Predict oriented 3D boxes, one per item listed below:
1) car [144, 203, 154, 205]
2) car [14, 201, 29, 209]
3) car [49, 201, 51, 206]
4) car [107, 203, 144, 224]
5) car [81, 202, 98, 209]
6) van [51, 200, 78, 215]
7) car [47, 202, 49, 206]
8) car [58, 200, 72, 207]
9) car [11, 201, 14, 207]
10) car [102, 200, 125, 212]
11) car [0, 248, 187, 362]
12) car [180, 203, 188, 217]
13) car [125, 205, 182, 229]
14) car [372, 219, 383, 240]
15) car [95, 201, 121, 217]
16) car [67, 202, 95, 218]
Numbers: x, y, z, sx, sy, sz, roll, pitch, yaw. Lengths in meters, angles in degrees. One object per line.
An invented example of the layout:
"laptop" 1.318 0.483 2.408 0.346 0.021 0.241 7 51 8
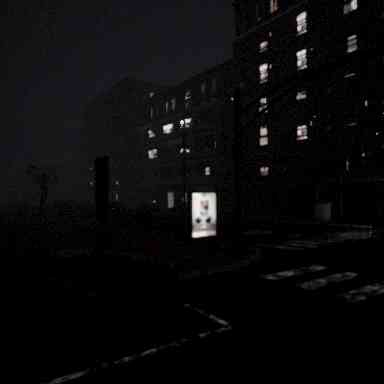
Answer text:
"car" -5.825 2.153 43.531 1.802 1.307 4.206 -1 0 -36
"car" -35.543 2.735 70.144 2.008 1.369 4.403 -1 0 -36
"car" -32.021 2.790 79.568 1.947 1.339 4.313 -1 0 -36
"car" -6.248 2.002 29.472 2.008 1.369 4.403 -1 0 -36
"car" -18.955 2.479 61.526 1.802 1.307 4.206 -1 0 -36
"van" -17.250 2.067 44.831 1.690 1.788 3.998 -1 0 -36
"car" -35.288 2.851 84.079 1.887 1.381 4.507 -1 0 -36
"car" -28.758 2.583 75.058 1.967 1.590 4.097 -1 0 -36
"car" -42.076 2.893 79.165 1.887 1.381 4.507 -1 0 -36
"car" -12.421 2.174 52.508 1.967 1.590 4.097 -1 0 -36
"car" -2.035 1.585 5.116 4.206 1.307 1.802 0 -1 -35
"car" -0.565 1.881 36.350 1.967 1.590 4.097 -1 0 -36
"car" -2.981 1.921 24.961 2.008 1.369 4.403 -1 0 -36
"car" 9.973 1.532 14.540 1.882 1.535 5.008 1 -1 -4
"car" -8.984 1.912 37.916 2.097 1.767 4.553 0 -1 -36
"car" -12.329 2.147 37.945 1.887 1.381 4.507 -1 0 -36
